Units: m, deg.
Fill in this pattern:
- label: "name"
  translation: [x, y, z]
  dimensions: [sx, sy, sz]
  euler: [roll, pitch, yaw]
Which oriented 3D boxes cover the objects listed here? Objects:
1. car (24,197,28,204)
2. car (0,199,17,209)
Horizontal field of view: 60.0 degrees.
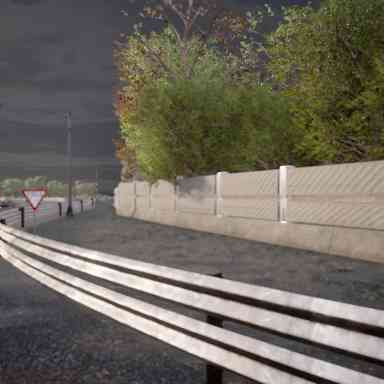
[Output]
- label: "car"
  translation: [-38.300, 1.739, 78.725]
  dimensions: [2.150, 2.045, 5.566]
  euler: [0, 0, -29]
- label: "car"
  translation: [-27.933, 1.848, 50.142]
  dimensions: [1.837, 1.490, 4.892]
  euler: [0, 0, -12]
